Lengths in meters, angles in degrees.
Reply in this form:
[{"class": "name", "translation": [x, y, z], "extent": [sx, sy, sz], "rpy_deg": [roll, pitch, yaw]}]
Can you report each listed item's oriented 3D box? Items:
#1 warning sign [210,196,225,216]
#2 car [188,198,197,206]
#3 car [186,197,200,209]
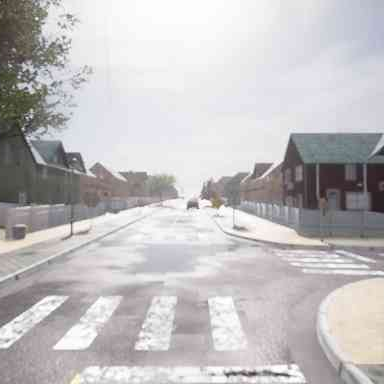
[{"class": "warning sign", "translation": [2.502, 1.373, 32.492], "extent": [1.300, 1.860, 1.060], "rpy_deg": [-2, -2, 0]}, {"class": "car", "translation": [0.120, 2.070, 68.831], "extent": [1.882, 1.535, 5.008], "rpy_deg": [0, -1, 0]}, {"class": "car", "translation": [0.119, 1.942, 52.762], "extent": [1.837, 1.490, 4.892], "rpy_deg": [0, -1, 0]}]
